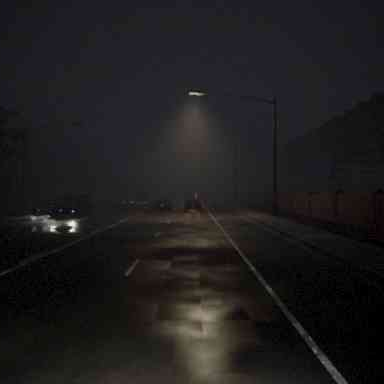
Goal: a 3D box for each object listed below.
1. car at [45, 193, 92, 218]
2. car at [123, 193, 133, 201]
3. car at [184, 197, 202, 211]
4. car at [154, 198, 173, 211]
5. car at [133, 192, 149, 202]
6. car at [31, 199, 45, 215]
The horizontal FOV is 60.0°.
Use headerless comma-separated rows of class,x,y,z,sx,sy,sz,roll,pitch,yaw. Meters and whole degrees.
car,-10.593,1.131,29.604,2.150,2.045,5.566,0,0,0
car,-13.989,1.079,73.758,2.097,1.767,4.553,0,0,0
car,0.106,1.374,38.466,2.128,1.511,4.902,0,0,0
car,-3.394,1.444,39.388,1.994,1.385,4.181,0,0,0
car,-10.489,0.983,71.084,2.150,2.045,5.566,0,0,0
car,-14.089,1.391,32.986,2.128,1.511,4.902,0,0,0
